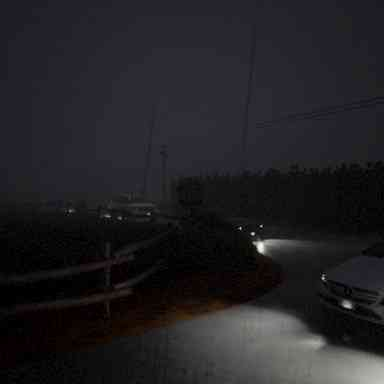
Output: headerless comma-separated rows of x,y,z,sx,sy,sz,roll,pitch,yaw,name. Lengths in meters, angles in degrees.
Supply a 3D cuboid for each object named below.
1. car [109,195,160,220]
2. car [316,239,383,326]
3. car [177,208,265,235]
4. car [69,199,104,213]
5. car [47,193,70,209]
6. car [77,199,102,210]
-4.633,1.222,25.938,2.150,2.045,5.566,0,0,-35,car
4.519,1.526,6.445,4.674,1.442,1.812,0,-1,-29,car
1.284,1.547,17.587,2.033,1.411,5.357,0,0,-35,car
-10.660,1.491,34.477,2.128,1.511,4.902,0,0,-35,car
-17.896,1.220,44.822,2.150,2.045,5.566,0,0,-35,car
-13.923,1.601,44.955,1.895,1.301,4.718,0,0,-35,car
